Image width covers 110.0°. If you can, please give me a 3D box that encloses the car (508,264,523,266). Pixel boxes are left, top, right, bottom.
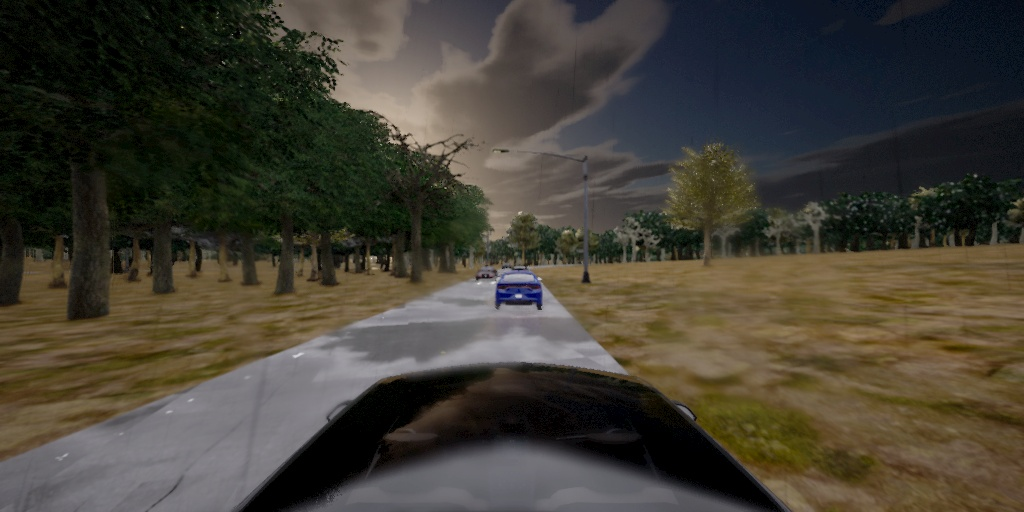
[{"bbox_3d":[0.787,1.672,36.026,1.837,1.490,4.892,0,-1,1],"label":"car"}]

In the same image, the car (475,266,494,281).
[{"bbox_3d":[-2.424,1.722,35.404,1.994,1.385,4.181,0,-1,1],"label":"car"}]

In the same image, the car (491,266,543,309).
[{"bbox_3d":[0.312,1.400,16.033,1.882,1.535,5.008,0,-1,1],"label":"car"}]
